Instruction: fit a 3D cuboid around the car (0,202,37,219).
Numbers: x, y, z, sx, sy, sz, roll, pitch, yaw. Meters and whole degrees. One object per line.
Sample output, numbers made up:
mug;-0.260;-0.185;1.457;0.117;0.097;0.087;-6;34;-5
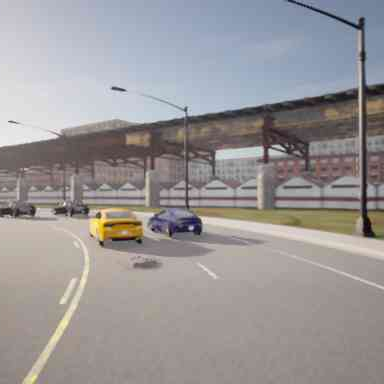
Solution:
car;-16.997;1.704;32.274;4.902;1.511;2.128;0;0;38

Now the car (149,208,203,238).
car;-0.986;1.581;18.254;1.812;1.442;4.674;0;0;-24

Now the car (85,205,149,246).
car;-3.787;1.548;16.065;1.882;1.535;5.008;0;0;-23

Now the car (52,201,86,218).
car;-11.942;1.667;32.637;4.902;1.511;2.128;0;0;42
